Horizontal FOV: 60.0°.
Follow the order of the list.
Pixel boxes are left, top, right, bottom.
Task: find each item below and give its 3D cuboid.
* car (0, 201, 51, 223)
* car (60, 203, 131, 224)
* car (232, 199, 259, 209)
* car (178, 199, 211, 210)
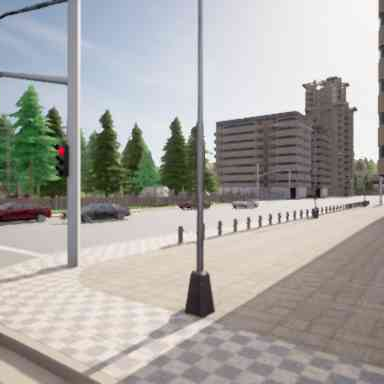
[{"bbox_3d":[-12.366,1.416,23.134,1.882,1.535,5.008,0,0,36],"label":"car"},{"bbox_3d":[-6.939,1.495,24.715,2.033,1.411,5.357,0,0,35],"label":"car"},{"bbox_3d":[7.099,1.548,44.324,1.895,1.301,4.718,0,0,36],"label":"car"},{"bbox_3d":[0.366,1.539,40.962,1.895,1.301,4.718,0,0,36],"label":"car"}]
